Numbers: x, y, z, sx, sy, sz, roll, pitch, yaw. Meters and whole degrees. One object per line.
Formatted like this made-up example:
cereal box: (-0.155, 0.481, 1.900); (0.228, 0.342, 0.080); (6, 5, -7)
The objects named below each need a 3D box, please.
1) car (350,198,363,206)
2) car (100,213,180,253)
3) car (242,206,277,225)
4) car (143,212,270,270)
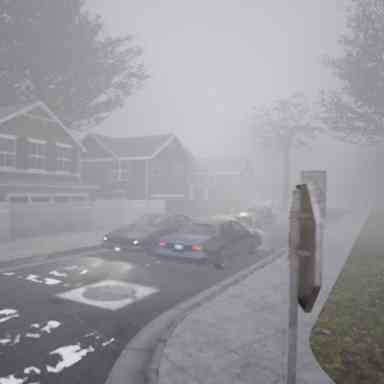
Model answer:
car: (41.726, 2.443, 84.951); (2.150, 2.045, 5.566); (1, 0, 29)
car: (-1.261, 1.602, 13.712); (2.033, 1.411, 5.357); (1, 0, 29)
car: (4.752, 1.759, 24.493); (2.033, 1.411, 5.357); (1, 0, 29)
car: (0.841, 1.641, 11.627); (2.033, 1.411, 5.357); (1, 0, 29)
